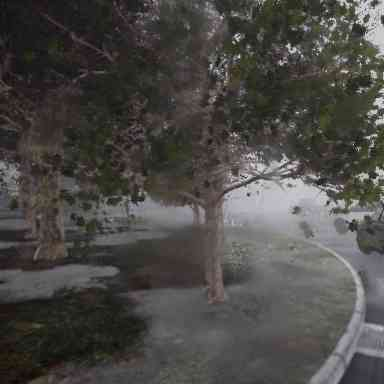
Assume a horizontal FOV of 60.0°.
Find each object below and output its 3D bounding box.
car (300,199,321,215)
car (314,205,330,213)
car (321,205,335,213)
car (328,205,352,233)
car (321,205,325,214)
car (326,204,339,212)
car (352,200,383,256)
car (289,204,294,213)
[{"bbox_3d":[15.719,2.014,45.112,2.150,2.045,5.566,0,-2,26],"label":"car"},{"bbox_3d":[23.112,3.024,59.084,1.994,1.385,4.181,0,-2,29],"label":"car"},{"bbox_3d":[26.843,3.332,65.731,1.994,1.385,4.181,0,-2,29],"label":"car"},{"bbox_3d":[10.555,1.461,18.802,2.150,2.045,5.566,1,-1,-21],"label":"car"},{"bbox_3d":[20.611,2.792,54.626,2.033,1.411,5.357,0,-2,29],"label":"car"},{"bbox_3d":[31.064,3.520,73.250,2.128,1.511,4.902,0,-2,29],"label":"car"},{"bbox_3d":[7.267,1.372,11.136,2.150,2.045,5.566,1,0,14],"label":"car"},{"bbox_3d":[17.902,2.727,56.383,1.882,1.535,5.008,0,-2,30],"label":"car"}]
